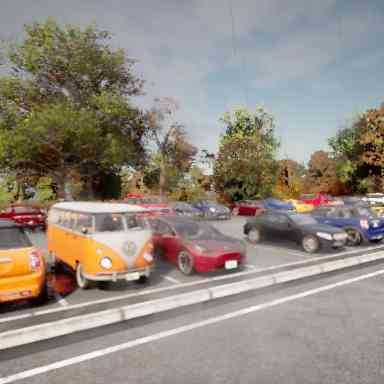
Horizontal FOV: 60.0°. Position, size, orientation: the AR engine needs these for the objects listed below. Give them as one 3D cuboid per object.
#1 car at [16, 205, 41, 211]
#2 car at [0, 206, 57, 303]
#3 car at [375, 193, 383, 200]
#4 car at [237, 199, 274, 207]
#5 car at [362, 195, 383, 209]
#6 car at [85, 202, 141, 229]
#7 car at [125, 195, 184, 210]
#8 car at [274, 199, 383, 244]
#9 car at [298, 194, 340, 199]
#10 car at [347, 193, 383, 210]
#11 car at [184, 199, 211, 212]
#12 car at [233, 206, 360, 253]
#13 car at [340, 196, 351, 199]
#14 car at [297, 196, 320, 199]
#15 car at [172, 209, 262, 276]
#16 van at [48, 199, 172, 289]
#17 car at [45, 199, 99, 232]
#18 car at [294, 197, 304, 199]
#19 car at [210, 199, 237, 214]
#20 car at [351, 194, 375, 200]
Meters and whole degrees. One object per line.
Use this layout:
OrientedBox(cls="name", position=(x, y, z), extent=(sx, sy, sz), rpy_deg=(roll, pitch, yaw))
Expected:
OrientedBox(cls="car", position=(-10.169, 1.515, 19.979), extent=(2.097, 1.535, 5.008), rpy_deg=(0, 0, -35))
OrientedBox(cls="car", position=(-4.865, 1.392, 7.681), extent=(2.185, 1.767, 4.553), rpy_deg=(0, 0, -35))
OrientedBox(cls="car", position=(21.557, 1.342, 42.426), extent=(2.185, 1.767, 4.553), rpy_deg=(0, 0, -35))
OrientedBox(cls="car", position=(5.769, 1.527, 31.204), extent=(2.163, 1.488, 4.792), rpy_deg=(0, 0, -35))
OrientedBox(cls="car", position=(26.246, 1.333, 45.661), extent=(2.185, 1.767, 4.553), rpy_deg=(0, 0, -35))
OrientedBox(cls="car", position=(-5.626, 1.512, 23.200), extent=(2.097, 1.535, 5.008), rpy_deg=(0, 0, -35))
OrientedBox(cls="car", position=(-3.331, 1.259, 24.781), extent=(2.435, 2.045, 5.566), rpy_deg=(0, 0, -35))
OrientedBox(cls="car", position=(6.502, 1.385, 15.708), extent=(2.185, 1.767, 4.553), rpy_deg=(0, 0, -35))
OrientedBox(cls="car", position=(12.459, 1.234, 35.999), extent=(2.435, 2.045, 5.566), rpy_deg=(0, 0, -35))
OrientedBox(cls="car", position=(23.936, 1.212, 44.103), extent=(2.435, 2.045, 5.566), rpy_deg=(0, 0, -35))
OrientedBox(cls="car", position=(-1.076, 1.509, 26.414), extent=(2.231, 1.521, 4.892), rpy_deg=(0, 0, -35))
OrientedBox(cls="car", position=(4.210, 1.552, 14.130), extent=(2.002, 1.452, 4.674), rpy_deg=(0, 0, -35))
OrientedBox(cls="car", position=(14.870, 1.355, 37.628), extent=(2.185, 1.767, 4.553), rpy_deg=(0, 0, -35))
OrientedBox(cls="car", position=(10.094, 1.487, 34.521), extent=(1.946, 1.575, 5.366), rpy_deg=(0, 0, -35))
OrientedBox(cls="car", position=(-0.319, 1.545, 10.894), extent=(2.163, 1.488, 4.792), rpy_deg=(0, 0, -35))
OrientedBox(cls="van", position=(-2.593, 1.291, 9.180), extent=(1.878, 1.987, 4.442), rpy_deg=(0, 0, -35))
OrientedBox(cls="car", position=(-7.880, 1.388, 21.563), extent=(2.185, 1.767, 4.553), rpy_deg=(0, 0, -35))
OrientedBox(cls="car", position=(8.025, 1.494, 32.840), extent=(2.097, 1.535, 5.008), rpy_deg=(0, 0, -35))
OrientedBox(cls="car", position=(1.185, 1.379, 28.042), extent=(2.185, 1.767, 4.553), rpy_deg=(0, 0, -35))
OrientedBox(cls="car", position=(19.282, 1.347, 40.820), extent=(2.185, 1.767, 4.553), rpy_deg=(0, 0, -35))
